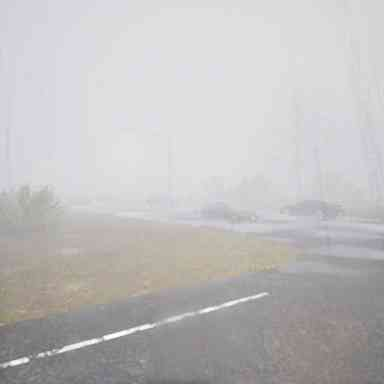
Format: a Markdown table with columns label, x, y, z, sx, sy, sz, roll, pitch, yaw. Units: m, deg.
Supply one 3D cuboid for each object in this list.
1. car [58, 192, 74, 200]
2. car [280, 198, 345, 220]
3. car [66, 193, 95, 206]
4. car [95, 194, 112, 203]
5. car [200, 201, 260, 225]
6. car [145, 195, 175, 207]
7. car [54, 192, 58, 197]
| label | x | y | z | sx | sy | sz | roll | pitch | yaw |
| --- | --- | --- | --- | --- | --- | --- | --- | --- | --- |
| car | -26.896 | 0.785 | 72.564 | 2.097 | 1.767 | 4.553 | -1 | 1 | -37 |
| car | 9.021 | 1.259 | 25.348 | 1.837 | 1.490 | 4.892 | -1 | 1 | -37 |
| car | -15.496 | 1.228 | 46.030 | 1.994 | 1.385 | 4.181 | -1 | 1 | -37 |
| car | -15.515 | 1.015 | 57.603 | 1.882 | 1.535 | 5.008 | -1 | 1 | -37 |
| car | 2.420 | 1.325 | 22.469 | 1.812 | 1.442 | 4.674 | -1 | 1 | -37 |
| car | -4.197 | 1.106 | 42.725 | 1.882 | 1.535 | 5.008 | -1 | 1 | -37 |
| car | -30.600 | 0.746 | 77.433 | 2.097 | 1.767 | 4.553 | -1 | 1 | -37 |
